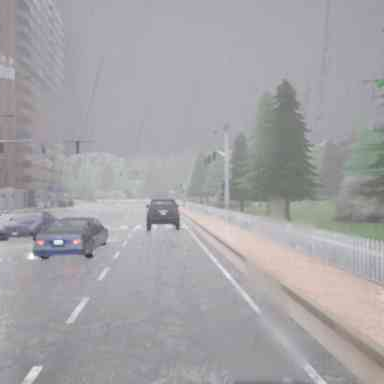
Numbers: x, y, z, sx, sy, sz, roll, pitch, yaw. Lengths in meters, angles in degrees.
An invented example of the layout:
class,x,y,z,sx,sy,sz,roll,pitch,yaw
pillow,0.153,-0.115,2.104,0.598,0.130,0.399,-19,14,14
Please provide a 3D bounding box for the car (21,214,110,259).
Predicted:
class,x,y,z,sx,sy,sz,roll,pitch,yaw
car,-4.591,1.709,13.340,2.033,1.411,5.357,0,-1,-5

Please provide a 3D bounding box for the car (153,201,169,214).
class,x,y,z,sx,sy,sz,roll,pitch,yaw
car,-3.946,1.937,42.295,1.837,1.490,4.892,-1,-1,-6

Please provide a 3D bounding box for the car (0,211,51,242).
class,x,y,z,sx,sy,sz,roll,pitch,yaw
car,-8.687,1.764,18.203,1.812,1.442,4.674,0,-1,-5

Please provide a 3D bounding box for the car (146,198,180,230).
class,x,y,z,sx,sy,sz,roll,pitch,yaw
car,-2.047,1.458,23.315,2.150,2.045,5.566,0,0,-6
